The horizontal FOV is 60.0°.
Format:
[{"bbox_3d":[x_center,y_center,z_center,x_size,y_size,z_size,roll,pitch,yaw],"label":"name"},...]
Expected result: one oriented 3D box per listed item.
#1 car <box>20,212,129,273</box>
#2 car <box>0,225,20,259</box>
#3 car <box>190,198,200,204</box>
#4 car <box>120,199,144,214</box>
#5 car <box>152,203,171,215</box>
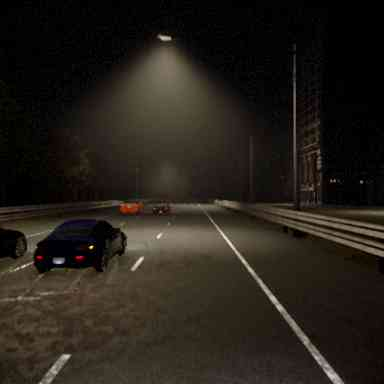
[{"bbox_3d":[-3.413,1.604,10.823,1.812,1.442,4.674,0,0,0],"label":"car"},{"bbox_3d":[-6.909,1.578,10.146,1.837,1.490,4.892,0,0,0],"label":"car"},{"bbox_3d":[1.131,2.567,91.326,1.812,1.442,4.674,0,-1,0],"label":"car"},{"bbox_3d":[-6.941,1.654,39.006,2.097,1.767,4.553,0,-1,0],"label":"car"},{"bbox_3d":[-3.438,1.899,38.687,1.895,1.301,4.718,0,-1,0],"label":"car"}]
